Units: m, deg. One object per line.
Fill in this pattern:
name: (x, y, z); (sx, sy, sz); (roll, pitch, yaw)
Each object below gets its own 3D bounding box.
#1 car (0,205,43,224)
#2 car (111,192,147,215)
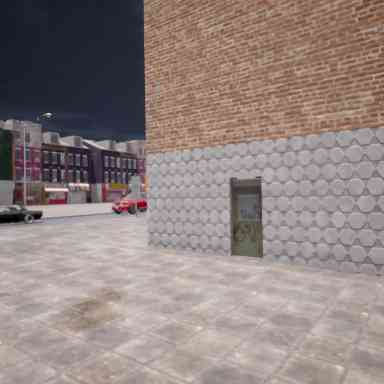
car: (-12.475, 1.551, 21.826); (1.895, 1.301, 4.718); (-2, 0, 35)
car: (-5.191, 1.035, 32.204); (2.150, 2.045, 5.566); (-2, 0, 35)
